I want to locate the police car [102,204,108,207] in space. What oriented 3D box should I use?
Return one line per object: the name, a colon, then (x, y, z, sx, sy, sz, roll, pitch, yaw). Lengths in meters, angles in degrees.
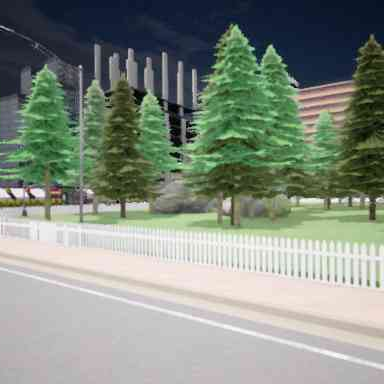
police car: (-15.816, 1.812, 61.230, 1.930, 1.638, 5.238, -1, 0, 34)
